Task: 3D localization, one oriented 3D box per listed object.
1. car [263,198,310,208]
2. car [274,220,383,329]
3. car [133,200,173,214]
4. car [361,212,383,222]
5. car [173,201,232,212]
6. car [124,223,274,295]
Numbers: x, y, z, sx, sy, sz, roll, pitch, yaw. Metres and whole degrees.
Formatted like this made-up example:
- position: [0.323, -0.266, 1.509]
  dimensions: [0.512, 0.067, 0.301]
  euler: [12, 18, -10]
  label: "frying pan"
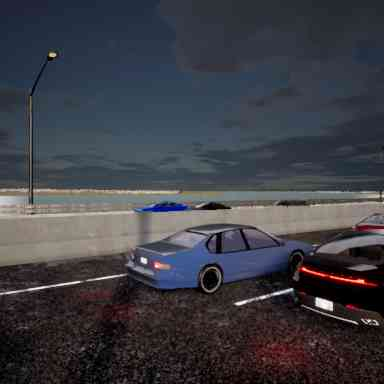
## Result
- position: [7.493, 1.356, 26.477]
  dimensions: [4.553, 1.767, 2.097]
  euler: [0, 0, -35]
  label: "car"
- position: [4.032, 1.506, 6.621]
  dimensions: [4.892, 1.490, 1.837]
  euler: [0, 0, -36]
  label: "car"
- position: [-2.551, 1.481, 27.950]
  dimensions: [5.008, 1.535, 1.882]
  euler: [0, 0, -35]
  label: "car"
- position: [8.588, 1.566, 14.149]
  dimensions: [4.181, 1.385, 1.994]
  euler: [0, 0, -36]
  label: "car"
- position: [1.135, 1.529, 26.288]
  dimensions: [4.674, 1.442, 1.812]
  euler: [0, 0, -35]
  label: "car"
- position: [0.979, 1.549, 8.739]
  dimensions: [5.357, 1.411, 2.033]
  euler: [0, 0, -36]
  label: "car"
